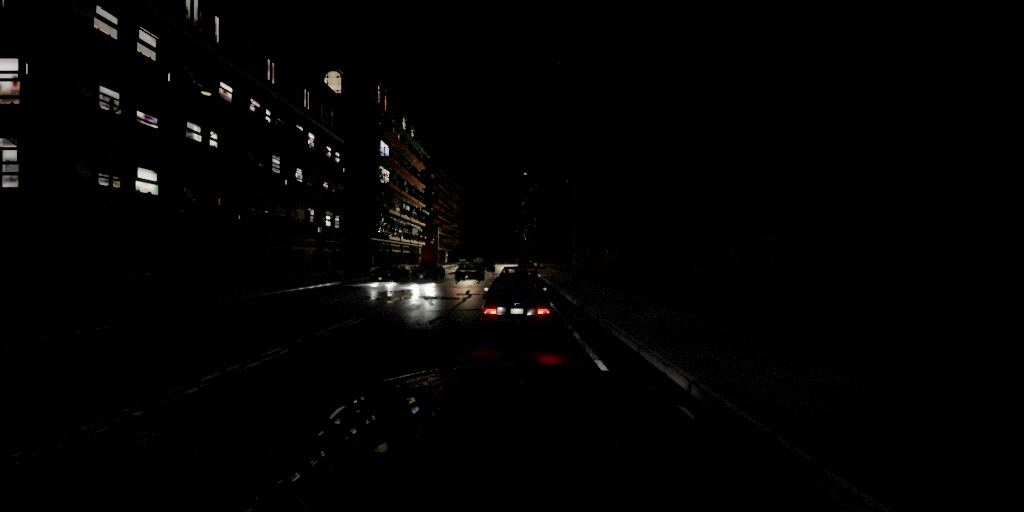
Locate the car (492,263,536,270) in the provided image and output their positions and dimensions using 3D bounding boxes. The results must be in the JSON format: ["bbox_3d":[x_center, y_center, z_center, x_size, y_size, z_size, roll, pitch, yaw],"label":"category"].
[{"bbox_3d":[0.112,1.301,20.987,2.033,1.411,5.357,0,0,0],"label":"car"}]

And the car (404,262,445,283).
[{"bbox_3d":[-6.583,1.245,28.499,2.128,1.511,4.902,0,0,0],"label":"car"}]

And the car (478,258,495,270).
[{"bbox_3d":[-3.118,1.280,45.096,1.812,1.442,4.674,0,0,0],"label":"car"}]

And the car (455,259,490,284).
[{"bbox_3d":[-3.133,1.245,27.296,2.128,1.511,4.902,0,0,0],"label":"car"}]

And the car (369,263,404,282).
[{"bbox_3d":[-9.830,1.301,29.418,2.033,1.411,5.357,0,0,0],"label":"car"}]

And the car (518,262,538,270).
[{"bbox_3d":[1.157,1.259,30.755,1.837,1.490,4.892,0,0,0],"label":"car"}]

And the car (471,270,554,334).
[{"bbox_3d":[0.107,1.299,10.626,2.033,1.411,5.357,0,0,0],"label":"car"}]
